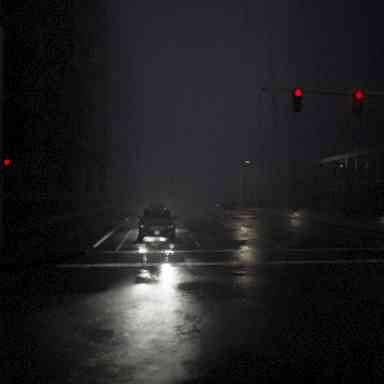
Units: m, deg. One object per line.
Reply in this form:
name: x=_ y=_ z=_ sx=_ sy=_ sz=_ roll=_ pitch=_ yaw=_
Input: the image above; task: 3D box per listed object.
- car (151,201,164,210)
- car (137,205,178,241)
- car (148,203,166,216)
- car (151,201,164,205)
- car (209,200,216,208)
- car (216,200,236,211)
car: x=-5.618 y=2.126 z=54.231 sx=1.994 sy=1.385 sz=4.181 roll=0 pitch=-1 yaw=-6
car: x=-1.887 y=1.679 z=18.111 sx=2.128 sy=1.511 sz=4.902 roll=0 pitch=-1 yaw=-6
car: x=-4.055 y=2.001 z=38.680 sx=1.895 sy=1.301 sz=4.718 roll=0 pitch=-1 yaw=-6
car: x=-2.927 y=1.781 z=28.034 sx=2.128 sy=1.511 sz=4.902 roll=0 pitch=-1 yaw=-6
car: x=4.292 y=2.210 z=60.328 sx=1.812 sy=1.442 sz=4.674 roll=0 pitch=-1 yaw=-6
car: x=5.412 y=2.072 z=50.243 sx=2.128 sy=1.511 sz=4.902 roll=0 pitch=-1 yaw=-5
